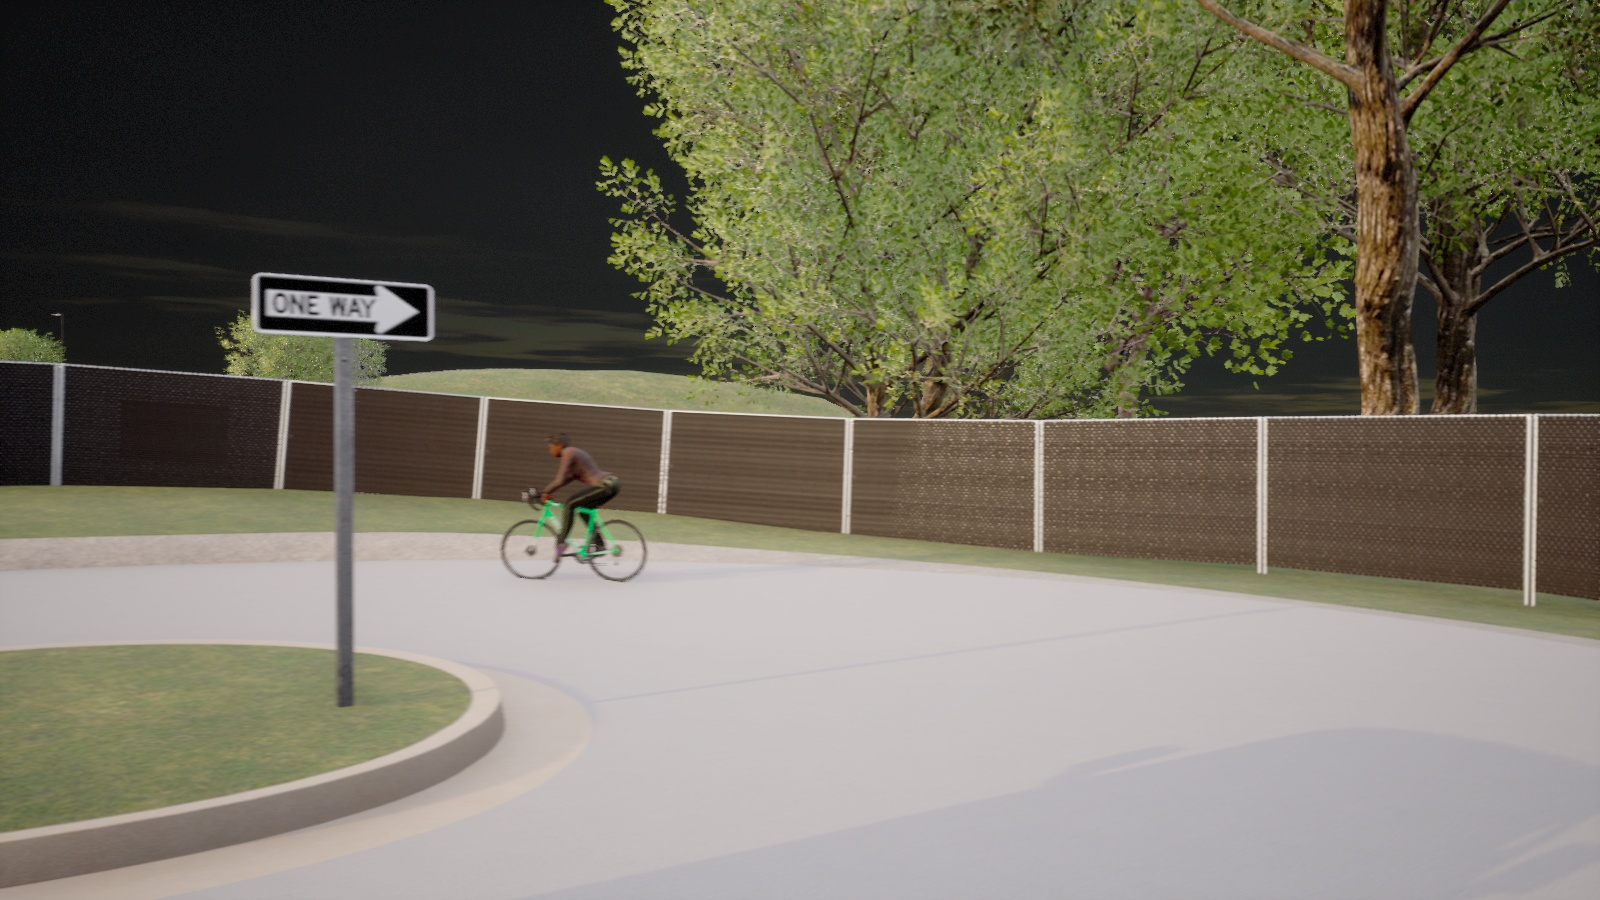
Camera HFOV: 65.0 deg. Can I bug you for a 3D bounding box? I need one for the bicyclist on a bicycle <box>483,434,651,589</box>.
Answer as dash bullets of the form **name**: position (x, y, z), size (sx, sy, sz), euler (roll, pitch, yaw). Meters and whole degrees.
- **bicyclist on a bicycle**: position (-2.512, 0.645, 13.602), size (1.656, 1.620, 0.582), euler (0, 2, 9)
